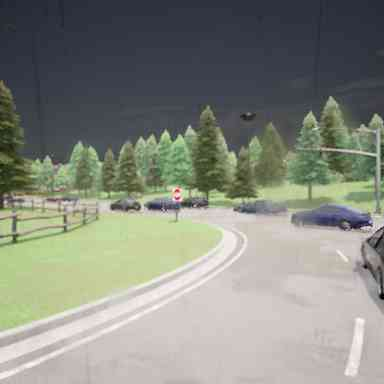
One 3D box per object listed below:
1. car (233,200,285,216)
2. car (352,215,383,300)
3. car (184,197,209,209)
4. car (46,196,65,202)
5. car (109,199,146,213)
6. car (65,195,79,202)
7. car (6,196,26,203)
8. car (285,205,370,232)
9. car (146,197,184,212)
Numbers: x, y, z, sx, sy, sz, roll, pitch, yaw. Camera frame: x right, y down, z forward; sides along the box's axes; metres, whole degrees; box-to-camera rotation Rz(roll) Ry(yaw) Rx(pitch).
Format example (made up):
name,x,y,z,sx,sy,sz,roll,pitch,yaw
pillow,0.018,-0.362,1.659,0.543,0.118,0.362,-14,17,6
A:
name,x,y,z,sx,sy,sz,roll,pitch,yaw
car,6.530,1.494,32.256,2.033,1.411,5.357,0,0,-43
car,5.229,1.533,7.872,2.033,1.411,5.357,0,0,21
car,0.110,1.436,44.204,1.837,1.490,4.892,0,0,-43
car,-29.062,1.500,70.006,1.895,1.301,4.718,0,0,-43
car,-7.440,1.471,36.917,1.812,1.442,4.674,0,0,-43
car,-26.522,1.439,72.414,2.033,1.411,5.357,0,0,-43
car,-34.410,1.509,65.480,1.895,1.301,4.718,0,0,-43
car,8.320,1.490,20.121,1.812,1.442,4.674,0,0,-43
car,-3.431,1.295,37.748,2.097,1.767,4.553,0,0,-43
